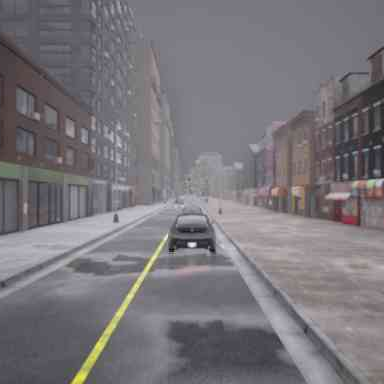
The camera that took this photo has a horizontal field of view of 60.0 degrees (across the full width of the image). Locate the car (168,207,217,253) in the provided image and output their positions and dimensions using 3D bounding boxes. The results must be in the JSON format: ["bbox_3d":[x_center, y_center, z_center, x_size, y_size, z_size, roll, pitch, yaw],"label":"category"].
[{"bbox_3d":[0.012,1.642,14.302,1.837,1.490,4.892,0,0,0],"label":"car"}]

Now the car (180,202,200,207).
[{"bbox_3d":[0.015,1.850,29.108,1.895,1.301,4.718,0,0,0],"label":"car"}]

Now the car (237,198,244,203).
[{"bbox_3d":[13.928,2.120,85.617,4.829,1.417,1.752,0,-1,0],"label":"car"}]

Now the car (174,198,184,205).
[{"bbox_3d":[-2.718,1.963,70.785,1.837,1.490,4.892,0,0,0],"label":"car"}]
